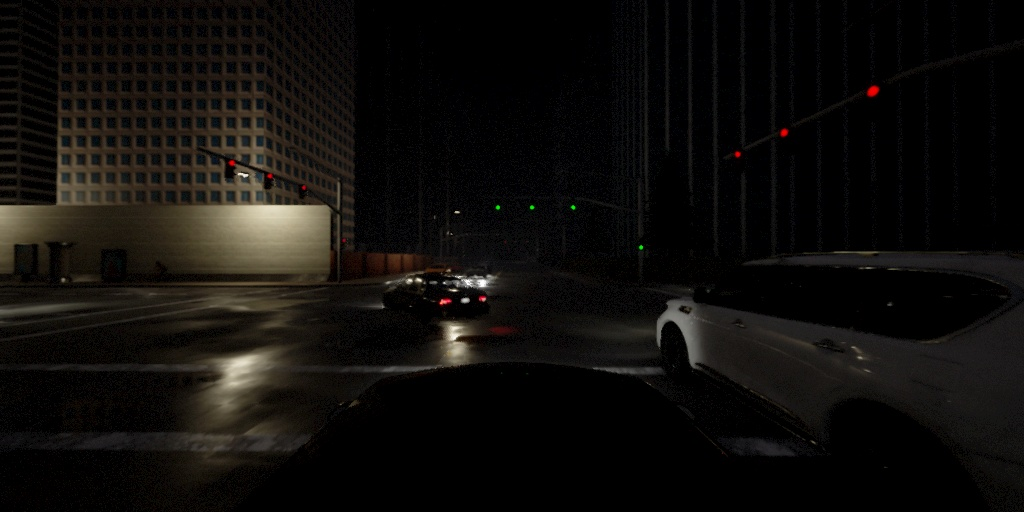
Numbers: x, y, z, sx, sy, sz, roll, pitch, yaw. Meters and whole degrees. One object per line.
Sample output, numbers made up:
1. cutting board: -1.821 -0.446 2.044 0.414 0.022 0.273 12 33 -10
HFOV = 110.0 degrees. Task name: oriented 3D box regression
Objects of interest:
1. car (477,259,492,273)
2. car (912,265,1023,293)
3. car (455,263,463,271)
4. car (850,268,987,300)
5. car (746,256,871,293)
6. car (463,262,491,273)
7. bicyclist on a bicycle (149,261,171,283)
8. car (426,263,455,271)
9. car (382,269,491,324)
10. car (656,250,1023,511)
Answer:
1. car: -3.565 1.553 46.325 2.128 1.511 4.902 0 0 0
2. car: 27.172 1.307 21.146 5.008 1.535 1.882 0 0 0
3. car: -7.073 1.571 44.061 1.812 1.442 4.674 0 0 0
4. car: 19.832 1.331 17.644 4.674 1.442 1.812 0 0 0
5. car: 17.314 1.052 21.171 5.566 2.045 2.150 0 0 0
6. car: -3.589 1.599 37.262 1.895 1.301 4.718 0 0 0
7. bicyclist on a bicycle: -25.570 1.166 26.052 0.582 1.620 1.656 0 0 0
8. car: -7.092 1.458 34.722 1.882 1.535 5.008 0 0 0
9. car: -2.835 1.341 12.360 2.033 1.411 5.357 1 -1 -36
10. car: 3.604 0.980 3.965 2.150 2.045 5.566 0 0 0
